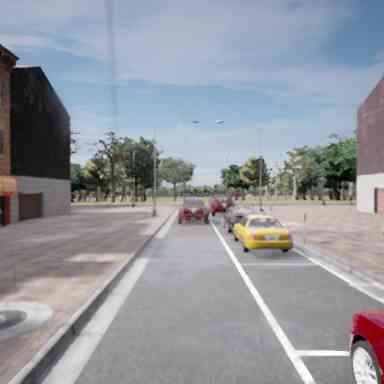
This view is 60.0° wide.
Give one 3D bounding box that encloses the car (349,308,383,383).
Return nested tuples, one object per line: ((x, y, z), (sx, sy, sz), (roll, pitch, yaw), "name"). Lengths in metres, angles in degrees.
((2.638, 1.533, 2.045), (1.887, 1.381, 4.507), (0, 0, 0), "car")

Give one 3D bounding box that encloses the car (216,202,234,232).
((2.641, 1.465, 18.680), (2.008, 1.369, 4.403), (0, 0, 0), "car")

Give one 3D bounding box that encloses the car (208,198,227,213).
((2.646, 1.378, 35.487), (1.752, 1.417, 4.829), (0, 0, 0), "car")

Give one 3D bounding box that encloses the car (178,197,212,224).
((0.106, 1.247, 23.956), (2.097, 1.767, 4.553), (0, 0, 0), "car")

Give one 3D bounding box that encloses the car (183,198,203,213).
((0.118, 1.418, 35.185), (1.994, 1.385, 4.181), (0, 0, -1), "car")

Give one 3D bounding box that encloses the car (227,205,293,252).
((2.640, 1.460, 13.306), (1.752, 1.417, 4.829), (0, 0, 0), "car")

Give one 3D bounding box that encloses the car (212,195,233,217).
((2.644, 1.189, 29.771), (2.192, 1.841, 5.009), (0, 0, 0), "car")
